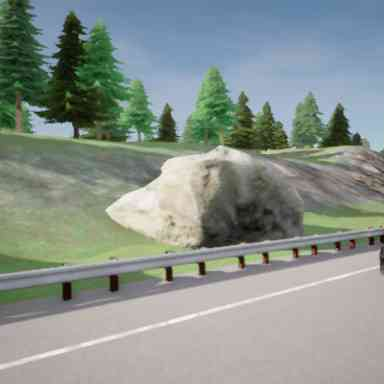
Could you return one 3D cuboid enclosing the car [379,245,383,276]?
[{"bbox_3d":[6.638,1.509,8.480,4.892,1.490,1.837,0,0,-36],"label":"car"}]
